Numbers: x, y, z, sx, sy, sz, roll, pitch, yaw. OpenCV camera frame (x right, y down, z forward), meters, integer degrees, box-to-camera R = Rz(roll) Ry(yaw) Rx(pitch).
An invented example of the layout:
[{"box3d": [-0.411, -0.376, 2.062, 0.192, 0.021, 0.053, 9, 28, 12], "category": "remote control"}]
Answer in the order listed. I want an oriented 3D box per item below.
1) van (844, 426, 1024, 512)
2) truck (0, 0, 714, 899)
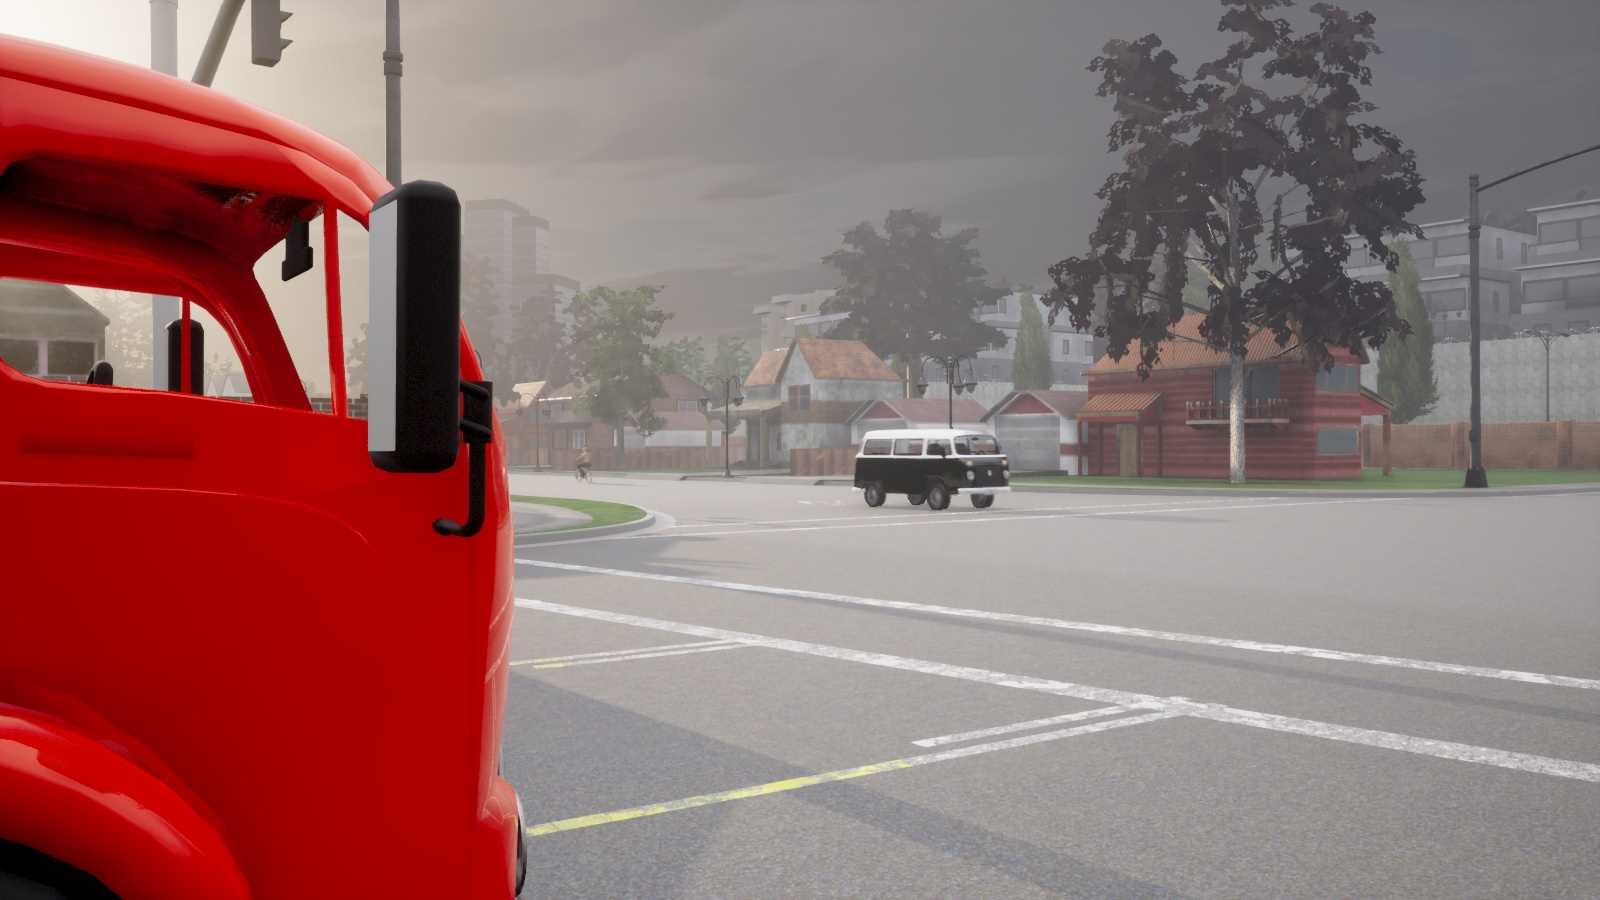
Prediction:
[{"box3d": [3.352, 0.459, 32.136, 2.069, 2.038, 4.480, -1, 0, -36], "category": "van"}, {"box3d": [-3.027, 0.263, 1.582, 5.204, 2.467, 2.627, 0, 0, -34], "category": "truck"}]
